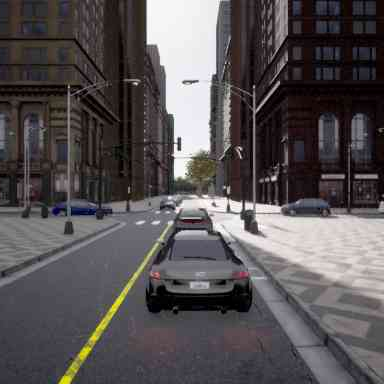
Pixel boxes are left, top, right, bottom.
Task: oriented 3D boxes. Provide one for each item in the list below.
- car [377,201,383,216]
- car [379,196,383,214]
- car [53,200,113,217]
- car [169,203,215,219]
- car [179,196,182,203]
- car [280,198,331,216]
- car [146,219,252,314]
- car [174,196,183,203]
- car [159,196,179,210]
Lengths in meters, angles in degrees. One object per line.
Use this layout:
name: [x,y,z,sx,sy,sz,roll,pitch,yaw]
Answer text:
car: [20.508,1.629,32.048,4.181,1.385,1.994,0,0,0]
car: [19.261,1.279,28.845,5.566,2.045,2.150,0,0,0]
car: [-9.366,1.444,28.852,5.008,1.535,1.882,0,0,0]
car: [0.055,1.504,16.593,1.837,1.490,4.892,0,0,0]
car: [-3.108,1.492,52.810,2.128,1.511,4.902,0,0,0]
car: [10.852,1.387,32.082,4.553,1.767,2.097,0,0,1]
car: [0.105,1.564,7.686,1.994,1.385,4.181,0,0,-1]
car: [-3.024,1.547,73.457,1.812,1.442,4.674,0,0,0]
car: [-3.105,1.545,43.049,2.033,1.411,5.357,0,0,0]
